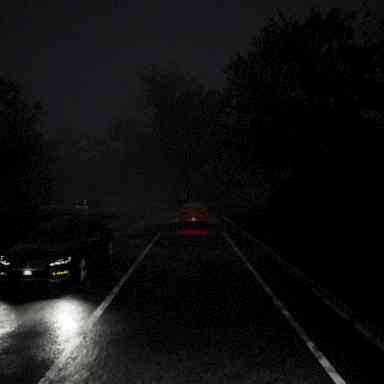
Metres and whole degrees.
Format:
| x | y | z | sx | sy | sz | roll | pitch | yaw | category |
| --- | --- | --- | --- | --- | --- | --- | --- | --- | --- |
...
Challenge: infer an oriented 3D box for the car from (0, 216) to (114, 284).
| x | y | z | sx | sy | sz | roll | pitch | yaw | category |
| --- | --- | --- | --- | --- | --- | --- | --- | --- | --- |
| -3.599 | 1.514 | 9.709 | 1.837 | 1.490 | 4.892 | 0 | 0 | 0 | car |

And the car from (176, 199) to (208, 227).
| x | y | z | sx | sy | sz | roll | pitch | yaw | category |
| --- | --- | --- | --- | --- | --- | --- | --- | --- | --- |
| 0.096 | 1.498 | 22.968 | 1.882 | 1.535 | 5.008 | 0 | 0 | 0 | car |

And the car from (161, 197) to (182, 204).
| x | y | z | sx | sy | sz | roll | pitch | yaw | category |
| --- | --- | --- | --- | --- | --- | --- | --- | --- | --- |
| -3.477 | 1.606 | 66.065 | 5.357 | 1.411 | 2.033 | 0 | 0 | -5 | car |

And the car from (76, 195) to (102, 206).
| x | y | z | sx | sy | sz | roll | pitch | yaw | category |
| --- | --- | --- | --- | --- | --- | --- | --- | --- | --- |
| -16.815 | 1.401 | 54.388 | 2.097 | 1.767 | 4.553 | 0 | 0 | 19 | car |
